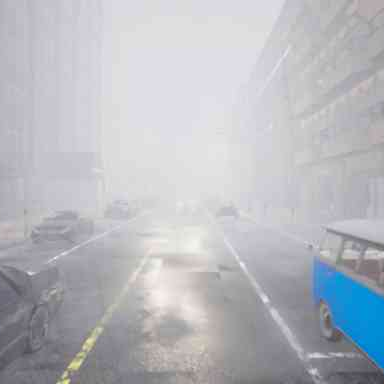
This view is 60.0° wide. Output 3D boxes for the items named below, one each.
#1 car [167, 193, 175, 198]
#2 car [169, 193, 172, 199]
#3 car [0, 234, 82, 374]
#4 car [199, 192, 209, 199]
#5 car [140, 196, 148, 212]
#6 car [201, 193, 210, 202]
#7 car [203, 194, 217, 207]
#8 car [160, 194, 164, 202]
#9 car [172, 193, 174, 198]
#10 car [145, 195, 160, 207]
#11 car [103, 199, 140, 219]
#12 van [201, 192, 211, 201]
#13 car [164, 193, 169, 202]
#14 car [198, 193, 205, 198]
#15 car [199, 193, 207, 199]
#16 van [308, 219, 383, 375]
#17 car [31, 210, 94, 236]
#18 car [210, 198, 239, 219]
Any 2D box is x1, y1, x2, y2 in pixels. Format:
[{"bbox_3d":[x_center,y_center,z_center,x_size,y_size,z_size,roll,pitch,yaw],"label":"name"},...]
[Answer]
[{"bbox_3d":[-5.659,0.887,88.510,1.752,1.417,4.829,1,0,0],"label":"car"},{"bbox_3d":[-5.665,1.082,66.054,2.008,1.369,4.403,1,0,0],"label":"car"},{"bbox_3d":[-2.999,1.525,3.270,2.033,1.411,5.357,0,0,0],"label":"car"},{"bbox_3d":[2.714,1.124,60.360,2.008,1.369,4.403,1,0,0],"label":"car"},{"bbox_3d":[-5.673,1.362,32.115,1.802,1.307,4.206,1,0,0],"label":"car"},{"bbox_3d":[2.712,1.207,49.047,2.008,1.369,4.403,1,0,0],"label":"car"},{"bbox_3d":[2.710,1.280,43.391,1.802,1.307,4.206,1,0,0],"label":"car"},{"bbox_3d":[-5.668,1.222,49.085,1.947,1.339,4.313,1,0,0],"label":"car"},{"bbox_3d":[-5.662,0.998,77.367,2.008,1.369,4.403,1,0,0],"label":"car"},{"bbox_3d":[-5.668,1.138,43.428,1.967,1.590,4.097,1,0,0],"label":"car"},{"bbox_3d":[-5.672,1.260,26.458,1.967,1.590,4.097,1,0,0],"label":"car"},{"bbox_3d":[2.719,0.873,66.014,1.690,1.788,3.998,1,0,0],"label":"van"},{"bbox_3d":[-5.666,1.118,60.398,1.887,1.381,4.507,1,0,0],"label":"car"},{"bbox_3d":[2.688,0.900,94.297,1.802,1.307,4.206,1,0,0],"label":"car"},{"bbox_3d":[2.731,0.928,83.154,1.752,1.417,4.829,1,0,0],"label":"car"},{"bbox_3d":[2.704,1.315,3.794,1.690,1.788,3.998,1,0,0],"label":"van"},{"bbox_3d":[-5.677,1.480,15.146,1.802,1.307,4.206,1,0,0],"label":"car"},{"bbox_3d":[2.706,1.402,26.421,1.802,1.307,4.206,1,0,0],"label":"car"}]
